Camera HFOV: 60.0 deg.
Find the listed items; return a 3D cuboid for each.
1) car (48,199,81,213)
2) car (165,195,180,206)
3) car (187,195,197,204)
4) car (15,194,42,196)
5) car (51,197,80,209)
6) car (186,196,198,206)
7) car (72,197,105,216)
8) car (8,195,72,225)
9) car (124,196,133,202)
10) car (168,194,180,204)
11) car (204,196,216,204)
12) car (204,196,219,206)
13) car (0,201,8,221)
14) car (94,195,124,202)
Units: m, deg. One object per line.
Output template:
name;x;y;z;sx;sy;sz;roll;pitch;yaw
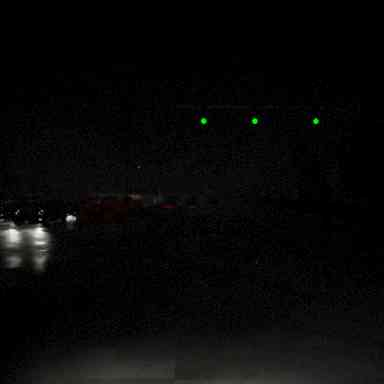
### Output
car;-14.088;1.541;36.967;1.994;1.385;4.181;0;0;0
car;-3.511;1.470;55.412;1.837;1.490;4.892;0;0;0
car;-0.013;1.439;65.833;1.882;1.535;5.008;0;0;0
car;-17.586;1.199;35.019;2.150;2.045;5.566;0;0;1
car;-17.569;1.518;46.537;2.033;1.411;5.357;0;0;0
car;-0.011;1.469;55.413;1.837;1.490;4.892;0;0;0
car;-10.598;1.527;33.039;2.033;1.411;5.357;0;0;0
car;-10.595;1.337;23.567;2.097;1.767;4.553;0;0;0
car;-10.540;1.472;53.284;1.837;1.490;4.892;0;0;0
car;-3.513;1.320;65.802;2.097;1.767;4.553;0;0;0
car;3.487;1.517;65.834;2.033;1.411;5.357;0;0;0
car;3.489;1.512;55.414;2.033;1.411;5.357;0;0;0
car;-14.089;1.488;27.099;1.837;1.490;4.892;0;0;0
car;-10.588;1.325;42.848;2.097;1.767;4.553;0;0;0
